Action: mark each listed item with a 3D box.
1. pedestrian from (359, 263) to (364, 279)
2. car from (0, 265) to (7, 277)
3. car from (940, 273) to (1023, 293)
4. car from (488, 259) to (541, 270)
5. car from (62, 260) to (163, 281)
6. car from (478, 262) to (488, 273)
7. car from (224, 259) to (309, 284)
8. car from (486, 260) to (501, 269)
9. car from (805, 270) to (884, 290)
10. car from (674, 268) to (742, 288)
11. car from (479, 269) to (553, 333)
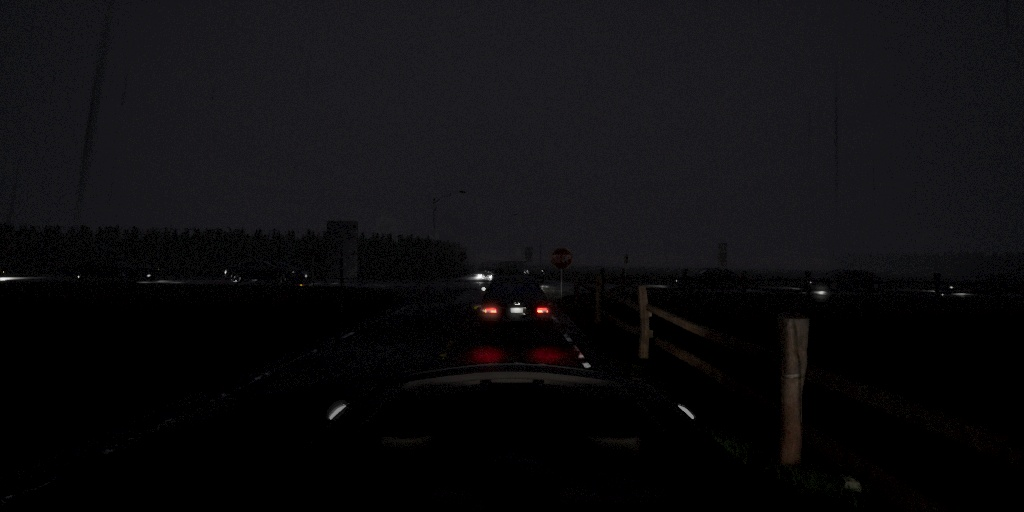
[{"bbox_3d":[-12.229,1.171,29.155,0.375,1.300,0.375,0,-2,0],"label":"pedestrian"},{"bbox_3d":[-35.632,0.699,23.070,4.181,1.385,1.994,1,-1,0],"label":"car"},{"bbox_3d":[34.956,1.968,26.360,5.357,1.411,2.033,1,-1,0],"label":"car"},{"bbox_3d":[0.533,1.147,27.166,2.097,1.767,4.553,2,-1,-37],"label":"car"},{"bbox_3d":[-25.611,0.912,23.113,4.718,1.301,1.895,1,-1,0],"label":"car"},{"bbox_3d":[-2.933,1.358,42.090,1.895,1.301,4.718,0,0,0],"label":"car"},{"bbox_3d":[-15.702,0.978,23.125,4.902,1.511,2.128,1,-1,1],"label":"car"},{"bbox_3d":[-2.936,1.307,57.094,2.033,1.411,5.357,0,0,0],"label":"car"},{"bbox_3d":[24.323,1.734,26.314,4.892,1.490,1.837,1,-1,0],"label":"car"},{"bbox_3d":[14.378,1.576,26.261,4.674,1.442,1.812,1,-1,0],"label":"car"},{"bbox_3d":[0.045,1.299,10.762,2.033,1.411,5.357,0,0,-1],"label":"car"}]
